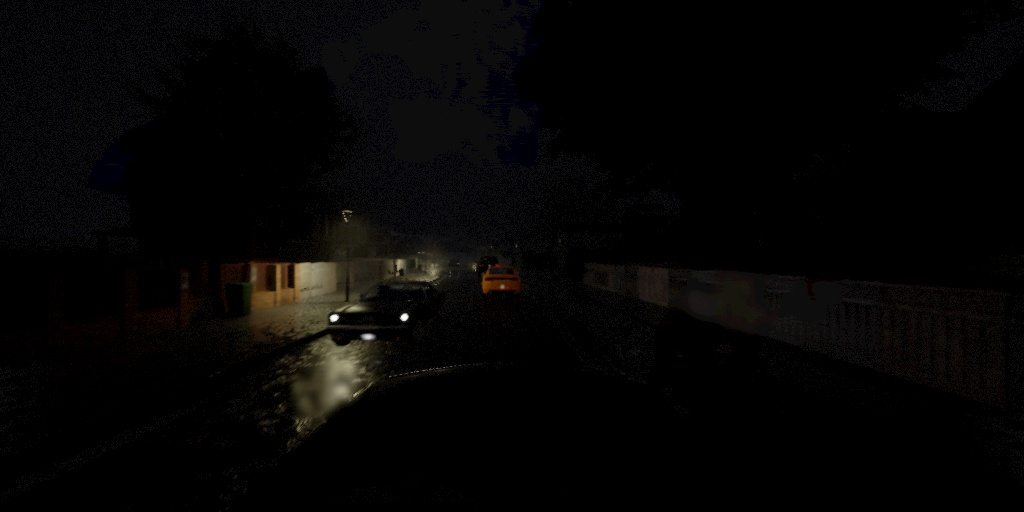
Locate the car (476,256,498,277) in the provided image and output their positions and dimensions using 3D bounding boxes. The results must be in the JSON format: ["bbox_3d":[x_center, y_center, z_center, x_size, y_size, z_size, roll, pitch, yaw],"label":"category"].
[{"bbox_3d":[-2.551,1.040,37.565,2.150,2.045,5.566,0,0,-8],"label":"car"}]

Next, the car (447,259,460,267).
[{"bbox_3d":[-10.423,1.232,63.680,1.837,1.490,4.892,0,0,-15],"label":"car"}]

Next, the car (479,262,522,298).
[{"bbox_3d":[-0.590,1.254,18.853,1.882,1.535,5.008,0,0,-4],"label":"car"}]

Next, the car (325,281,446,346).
[{"bbox_3d":[-3.041,1.368,9.614,1.895,1.301,4.718,0,0,-2],"label":"car"}]
